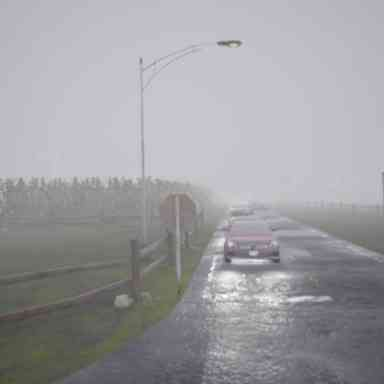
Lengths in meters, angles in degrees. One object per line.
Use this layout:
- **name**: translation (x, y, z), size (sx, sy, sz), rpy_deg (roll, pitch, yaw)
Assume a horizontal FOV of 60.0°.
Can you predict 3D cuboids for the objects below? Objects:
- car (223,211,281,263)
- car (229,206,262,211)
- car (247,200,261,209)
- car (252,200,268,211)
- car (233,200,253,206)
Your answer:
- **car**: translation (2.208, 1.683, 12.739), size (1.812, 1.442, 4.674), rpy_deg (-1, -1, 7)
- **car**: translation (3.456, 1.876, 22.652), size (1.895, 1.301, 4.718), rpy_deg (-1, -1, 7)
- **car**: translation (10.907, 2.163, 58.530), size (2.033, 1.411, 5.357), rpy_deg (-1, -1, 7)
- **car**: translation (9.322, 2.077, 45.906), size (1.895, 1.301, 4.718), rpy_deg (-1, -1, 7)
- **car**: translation (4.868, 1.884, 33.919), size (1.882, 1.535, 5.008), rpy_deg (-1, -1, 7)
